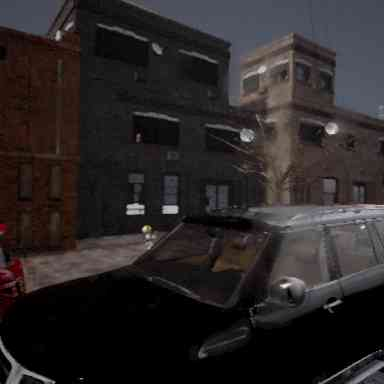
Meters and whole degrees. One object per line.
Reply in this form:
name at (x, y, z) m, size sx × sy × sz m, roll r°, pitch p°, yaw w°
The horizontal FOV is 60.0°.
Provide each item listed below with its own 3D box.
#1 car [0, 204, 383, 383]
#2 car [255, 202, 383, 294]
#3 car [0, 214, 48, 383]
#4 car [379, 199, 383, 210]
car at (0.763, 1.222, 3.923) m, size 5.566 × 2.045 × 2.150 m, roll 0°, pitch 0°, yaw -36°
car at (4.408, 1.316, 9.683) m, size 5.009 × 1.841 × 2.192 m, roll 0°, pitch 1°, yaw -35°
car at (-4.395, 1.315, 3.402) m, size 5.009 × 1.841 × 2.192 m, roll 0°, pitch 1°, yaw -35°
car at (26.515, 1.617, 42.201) m, size 1.887 × 1.381 × 4.507 m, roll 1°, pitch -1°, yaw -35°
